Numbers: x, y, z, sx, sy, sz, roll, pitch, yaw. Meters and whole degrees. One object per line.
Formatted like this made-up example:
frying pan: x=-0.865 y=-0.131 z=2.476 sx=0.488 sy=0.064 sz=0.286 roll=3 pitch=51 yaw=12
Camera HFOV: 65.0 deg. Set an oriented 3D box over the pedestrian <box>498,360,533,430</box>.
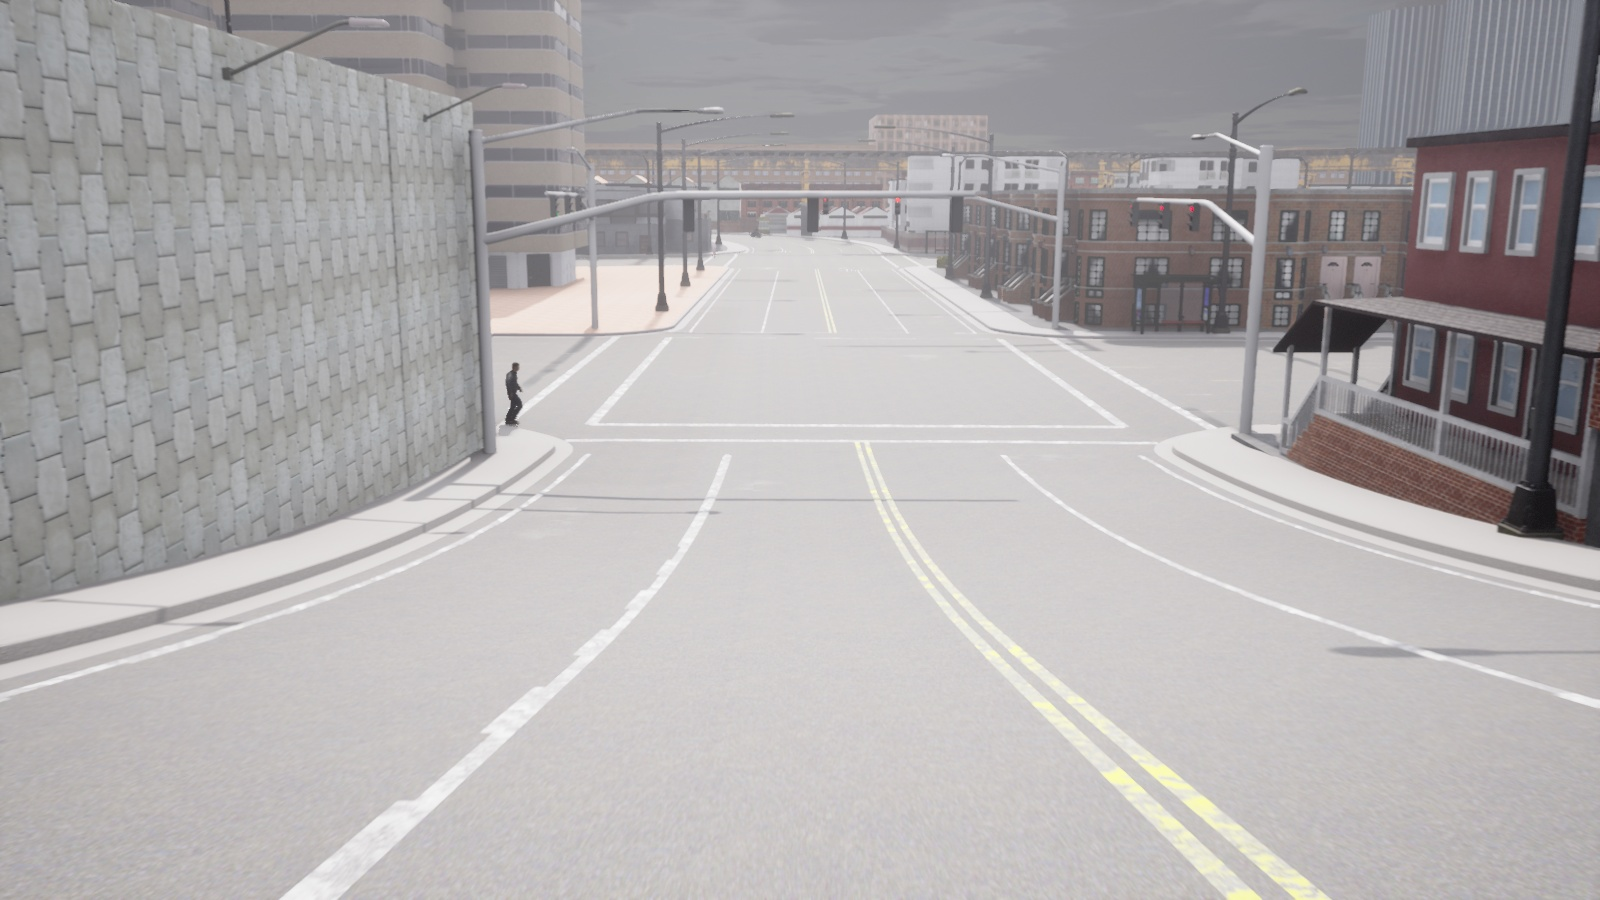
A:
pedestrian: x=-8.062 y=-1.560 z=35.592 sx=0.788 sy=1.949 sz=0.423 roll=0 pitch=11 yaw=0
